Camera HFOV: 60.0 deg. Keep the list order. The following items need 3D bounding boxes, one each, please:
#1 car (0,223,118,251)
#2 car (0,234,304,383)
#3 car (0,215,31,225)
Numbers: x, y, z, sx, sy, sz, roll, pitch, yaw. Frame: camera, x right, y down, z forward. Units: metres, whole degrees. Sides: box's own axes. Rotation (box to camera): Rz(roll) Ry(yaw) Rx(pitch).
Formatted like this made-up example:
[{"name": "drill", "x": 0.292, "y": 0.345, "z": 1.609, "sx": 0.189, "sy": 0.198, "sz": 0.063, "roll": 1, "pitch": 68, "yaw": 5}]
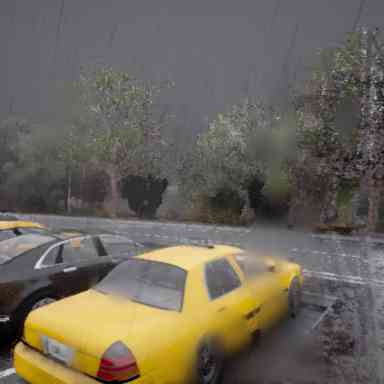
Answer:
[{"name": "car", "x": -2.144, "y": 1.462, "z": 6.661, "sx": 2.231, "sy": 1.521, "sz": 4.892, "roll": 0, "pitch": 0, "yaw": 35}, {"name": "car", "x": 0.223, "y": 1.465, "z": 5.212, "sx": 1.946, "sy": 1.575, "sz": 5.366, "roll": 0, "pitch": 0, "yaw": 35}, {"name": "car", "x": -4.403, "y": 1.462, "z": 8.268, "sx": 2.097, "sy": 1.535, "sz": 5.008, "roll": 0, "pitch": 0, "yaw": 35}]
